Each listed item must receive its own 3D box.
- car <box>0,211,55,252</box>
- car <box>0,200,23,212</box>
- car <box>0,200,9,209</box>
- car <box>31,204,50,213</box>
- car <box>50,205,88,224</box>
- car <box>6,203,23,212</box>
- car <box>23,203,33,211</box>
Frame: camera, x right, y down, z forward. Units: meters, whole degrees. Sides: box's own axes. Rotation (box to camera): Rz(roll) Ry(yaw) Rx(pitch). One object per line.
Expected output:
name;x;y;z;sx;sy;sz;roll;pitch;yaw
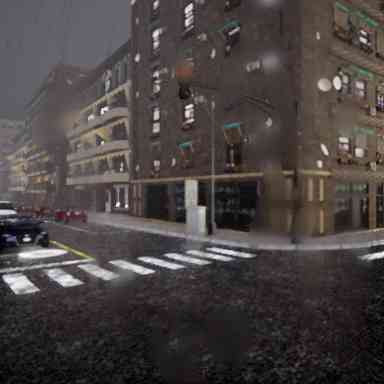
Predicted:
car;-8.038;1.823;15.465;1.994;1.385;4.181;0;-1;-36
car;-13.570;1.619;23.112;2.150;2.045;5.566;0;-1;-36
car;-38.825;2.572;67.875;1.967;1.590;4.097;-1;0;-36
car;-15.906;2.140;36.337;1.802;1.307;4.206;-1;0;-36
car;-10.650;1.868;29.153;1.967;1.590;4.097;-1;0;-36
car;-29.028;2.468;54.338;1.802;1.307;4.206;-1;0;-36
car;-22.498;2.162;45.317;1.967;1.590;4.097;-1;0;-36
